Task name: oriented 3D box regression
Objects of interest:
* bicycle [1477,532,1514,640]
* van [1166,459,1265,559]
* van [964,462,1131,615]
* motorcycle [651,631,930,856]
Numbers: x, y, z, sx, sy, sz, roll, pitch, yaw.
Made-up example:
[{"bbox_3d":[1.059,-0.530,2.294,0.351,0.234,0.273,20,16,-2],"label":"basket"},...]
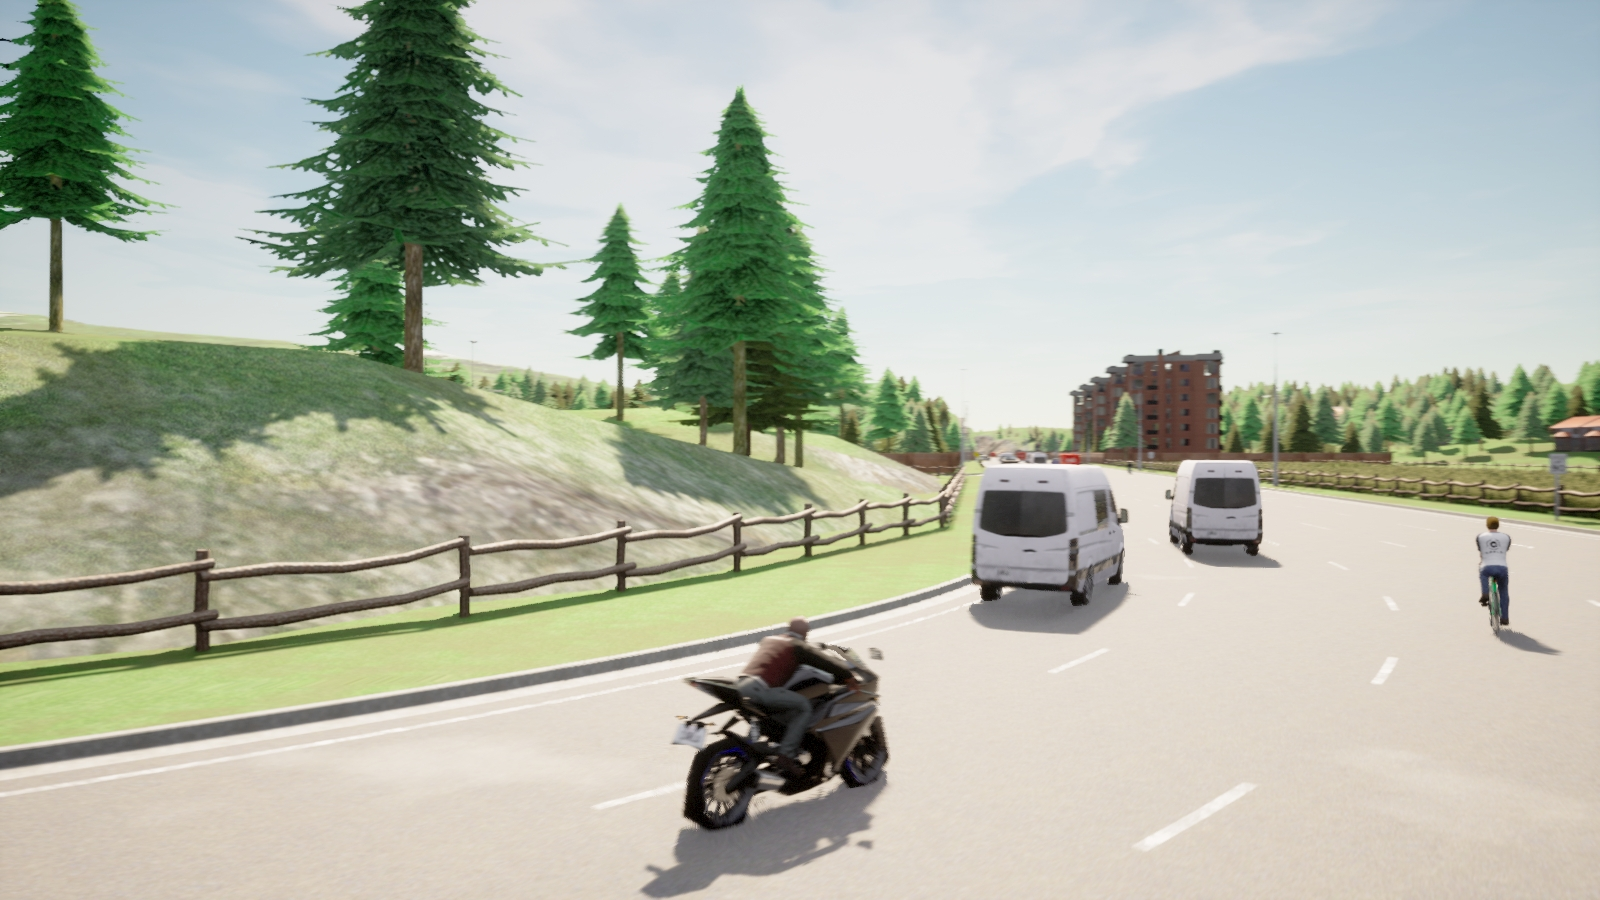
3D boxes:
[{"bbox_3d":[10.768,2.075,17.704,0.373,1.496,1.643,-1,-1,28],"label":"bicycle"},{"bbox_3d":[11.860,1.573,32.985,1.988,2.561,5.915,0,0,13],"label":"van"},{"bbox_3d":[5.108,1.563,22.849,1.988,2.561,5.915,1,0,25],"label":"van"},{"bbox_3d":[-0.020,2.218,9.066,0.867,1.251,2.209,-3,-2,45],"label":"motorcycle"}]
